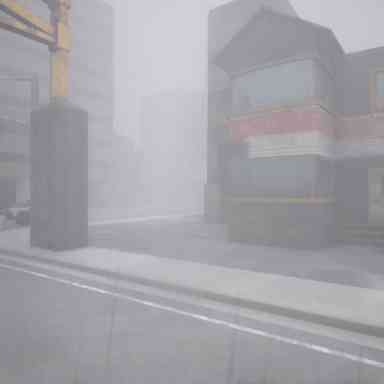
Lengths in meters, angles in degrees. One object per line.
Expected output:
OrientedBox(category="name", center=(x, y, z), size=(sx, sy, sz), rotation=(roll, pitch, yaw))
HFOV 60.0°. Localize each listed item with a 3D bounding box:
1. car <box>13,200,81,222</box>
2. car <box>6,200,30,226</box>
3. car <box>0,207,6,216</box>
OrientedBox(category="car", center=(-9.753, 1.240, 22.816), size=(1.853, 1.218, 4.536), rotation=(0, 0, 15))
OrientedBox(category="car", center=(-9.766, 1.398, 22.767), size=(2.038, 1.542, 4.974), rotation=(0, 0, 15))
OrientedBox(category="car", center=(-12.924, 1.234, 25.466), size=(4.536, 1.218, 1.853), rotation=(0, 0, -30))
